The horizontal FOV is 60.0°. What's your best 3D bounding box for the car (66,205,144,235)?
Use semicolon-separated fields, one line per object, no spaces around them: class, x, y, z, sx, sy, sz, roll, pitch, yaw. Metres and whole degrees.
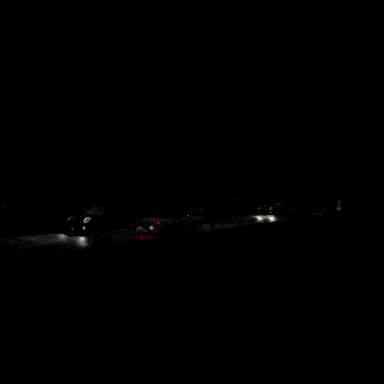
car;-5.555;1.617;20.906;2.097;1.767;4.553;0;-1;35

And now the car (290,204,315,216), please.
car;14.657;2.342;44.221;2.033;1.411;5.357;0;-1;36

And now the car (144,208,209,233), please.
car;-1.167;1.941;22.206;1.895;1.301;4.718;0;-1;37

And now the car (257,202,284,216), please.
car;10.194;2.071;42.920;2.097;1.767;4.553;0;-1;36

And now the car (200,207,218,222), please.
car;0.332;2.039;29.209;1.895;1.301;4.718;0;-1;36
